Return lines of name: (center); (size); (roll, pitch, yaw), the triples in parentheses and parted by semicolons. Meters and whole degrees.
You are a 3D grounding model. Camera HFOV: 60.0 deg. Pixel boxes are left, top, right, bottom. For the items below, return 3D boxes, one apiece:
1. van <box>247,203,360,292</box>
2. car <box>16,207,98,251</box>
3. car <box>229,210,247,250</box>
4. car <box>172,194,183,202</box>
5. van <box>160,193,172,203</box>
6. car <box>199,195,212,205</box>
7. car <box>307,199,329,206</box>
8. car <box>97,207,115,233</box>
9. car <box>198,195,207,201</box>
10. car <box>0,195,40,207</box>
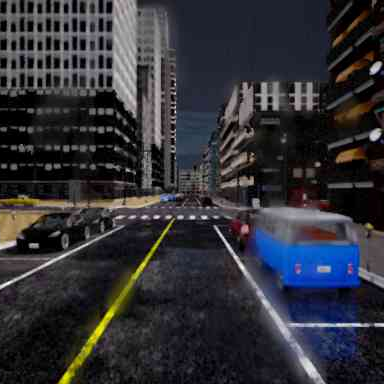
van: (2.686, 1.335, 8.617); (1.690, 1.788, 3.998); (0, 0, 0)
car: (-5.694, 1.557, 14.166); (1.947, 1.339, 4.313); (0, 0, 0)
car: (2.686, 1.431, 14.168); (1.967, 1.590, 4.097); (0, 0, 0)
car: (-3.008, 1.561, 74.975); (1.895, 1.301, 4.718); (0, 0, 0)
van: (-5.700, 1.309, 69.024); (1.690, 1.788, 3.998); (0, 0, 0)
car: (2.682, 1.536, 59.058); (1.947, 1.339, 4.313); (0, 0, 0)
car: (16.023, 1.733, 42.867); (4.097, 1.590, 1.967); (1, -1, -1)
car: (-5.695, 1.554, 19.412); (1.947, 1.339, 4.313); (0, 0, 0)
car: (2.679, 1.514, 85.988); (2.008, 1.369, 4.403); (0, 0, 0)
car: (-22.036, 1.104, 42.520); (4.829, 1.417, 1.752); (1, -1, -1)
